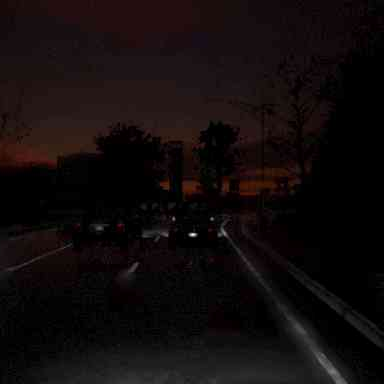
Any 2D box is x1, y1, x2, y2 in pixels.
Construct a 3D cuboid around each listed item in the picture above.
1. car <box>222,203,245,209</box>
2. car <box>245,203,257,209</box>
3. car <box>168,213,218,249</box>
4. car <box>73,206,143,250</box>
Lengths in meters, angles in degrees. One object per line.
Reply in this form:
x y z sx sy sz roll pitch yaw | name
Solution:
9.488 3.513 80.637 4.902 1.511 2.128 -2 -3 37 | car
13.542 3.477 81.374 1.882 1.535 5.008 2 -3 -45 | car
0.045 1.599 14.550 1.994 1.385 4.181 0 0 0 | car
-3.455 1.394 14.543 2.097 1.767 4.553 0 0 0 | car
